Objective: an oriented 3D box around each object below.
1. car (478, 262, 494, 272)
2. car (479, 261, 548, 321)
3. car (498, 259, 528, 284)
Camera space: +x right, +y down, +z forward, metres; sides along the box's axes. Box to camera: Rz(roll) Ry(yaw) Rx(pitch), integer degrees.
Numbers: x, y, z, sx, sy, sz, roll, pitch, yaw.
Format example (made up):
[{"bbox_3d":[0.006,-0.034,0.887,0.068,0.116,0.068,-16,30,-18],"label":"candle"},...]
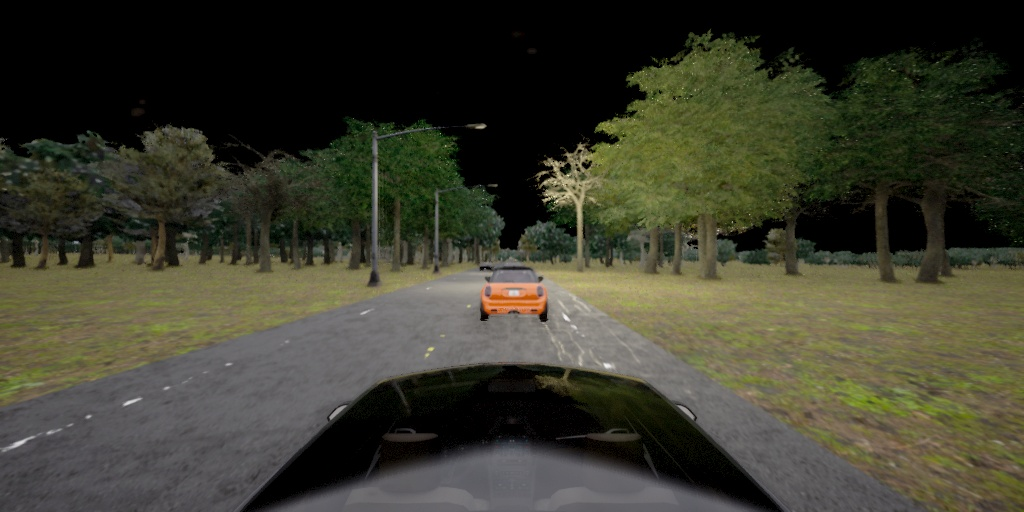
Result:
[{"bbox_3d":[-3.550,1.513,49.940,1.895,1.301,4.718,0,0,0],"label":"car"},{"bbox_3d":[0.077,1.119,12.752,2.097,1.767,4.553,0,0,0],"label":"car"},{"bbox_3d":[0.086,1.149,27.765,2.097,1.767,4.553,0,0,0],"label":"car"}]
